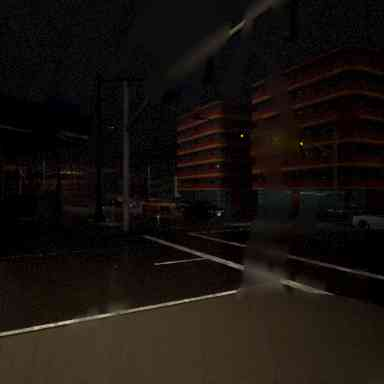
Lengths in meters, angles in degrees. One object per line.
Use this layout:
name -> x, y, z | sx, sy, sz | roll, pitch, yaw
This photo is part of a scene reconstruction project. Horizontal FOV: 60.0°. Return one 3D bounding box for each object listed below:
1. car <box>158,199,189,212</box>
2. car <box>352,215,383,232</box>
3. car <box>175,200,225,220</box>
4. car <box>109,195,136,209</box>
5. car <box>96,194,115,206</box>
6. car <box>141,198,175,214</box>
car -> -2.311, 1.601, 40.770 | 1.895, 1.301, 4.718 | 0, 0, -30
car -> 11.110, 1.601, 17.730 | 1.895, 1.301, 4.718 | 0, 0, -29
car -> 0.879, 1.491, 28.045 | 2.128, 1.511, 4.902 | 0, 0, -30
car -> -9.079, 1.492, 44.988 | 2.128, 1.511, 4.902 | 0, 0, -30
car -> -14.188, 1.505, 53.759 | 1.837, 1.490, 4.892 | 0, 0, -30
car -> -3.988, 1.478, 36.323 | 1.882, 1.535, 5.008 | 0, 0, -30
